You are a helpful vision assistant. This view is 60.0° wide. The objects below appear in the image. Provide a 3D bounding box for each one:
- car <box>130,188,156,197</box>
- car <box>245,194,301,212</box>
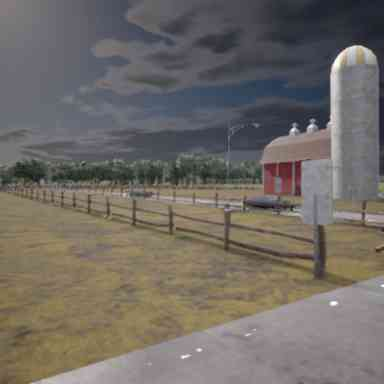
[{"bbox_3d":[-7.365,0.142,49.451,2.033,1.411,5.357,-1,2,-35],"label":"car"},{"bbox_3d":[6.877,0.933,29.372,2.033,1.411,5.357,-1,2,-35],"label":"car"}]
